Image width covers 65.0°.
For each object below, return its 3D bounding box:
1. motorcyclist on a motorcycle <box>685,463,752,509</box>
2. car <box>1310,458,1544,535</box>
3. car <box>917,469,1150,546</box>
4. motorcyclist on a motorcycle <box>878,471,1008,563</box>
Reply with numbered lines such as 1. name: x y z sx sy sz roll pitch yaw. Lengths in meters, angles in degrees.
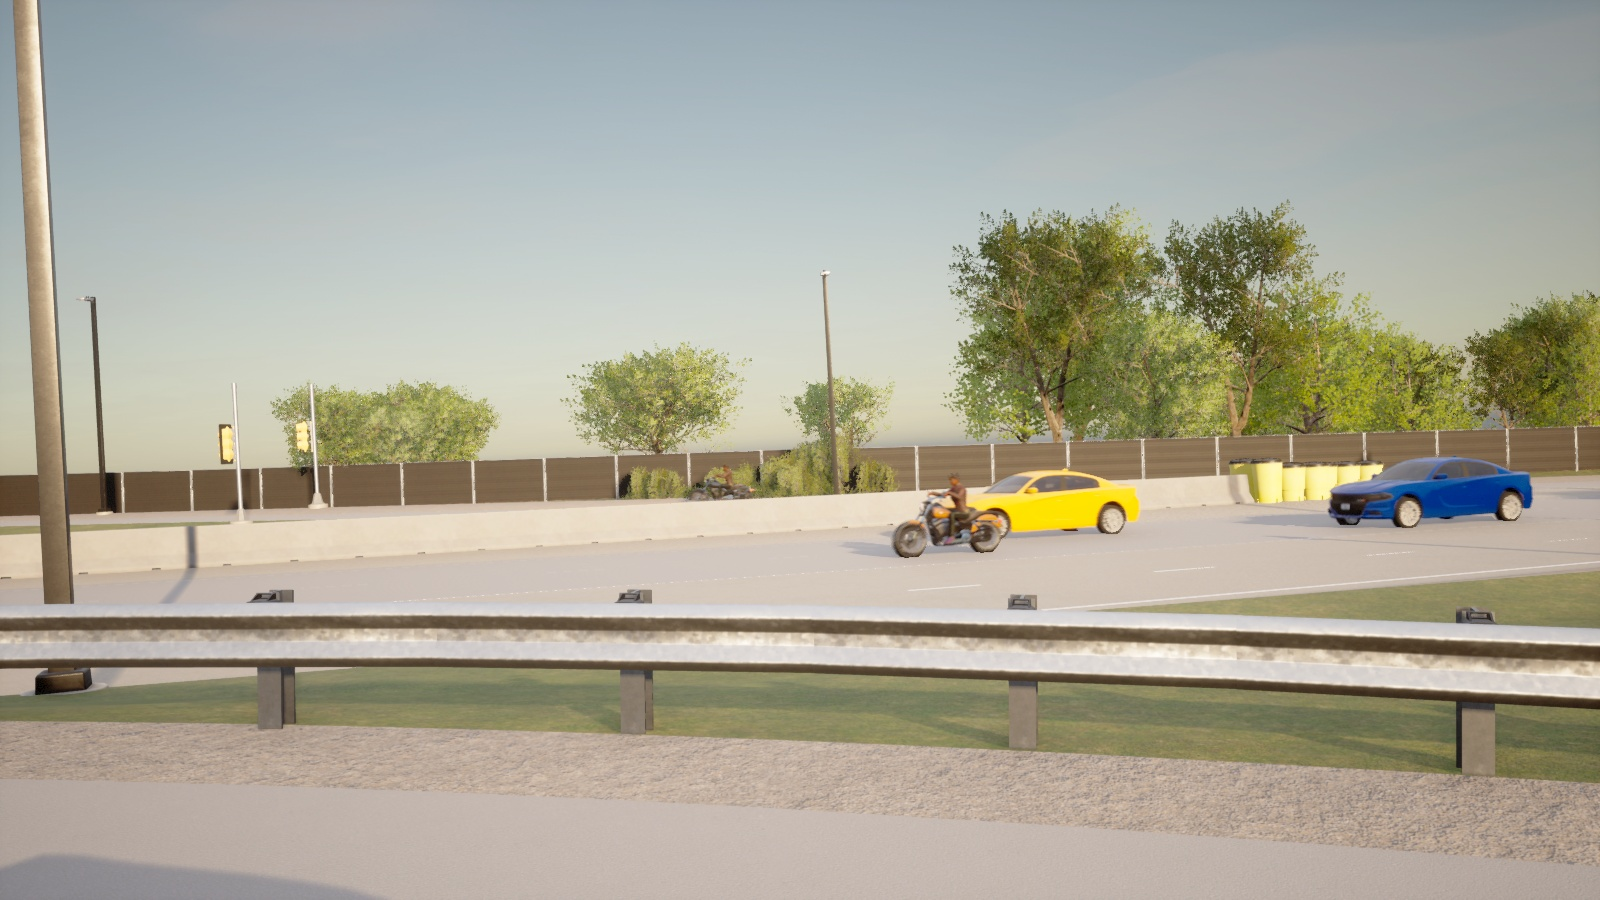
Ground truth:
1. motorcyclist on a motorcycle: -3.002 1.315 46.439 2.350 1.649 0.766 -1 0 5
2. car: 14.367 1.029 28.774 5.008 1.535 1.882 -1 -1 -21
3. car: 5.394 1.274 29.024 5.008 1.535 1.882 -1 -1 -21
4. motorcyclist on a motorcycle: 2.765 1.269 24.240 2.350 1.649 0.766 -2 -1 -21
